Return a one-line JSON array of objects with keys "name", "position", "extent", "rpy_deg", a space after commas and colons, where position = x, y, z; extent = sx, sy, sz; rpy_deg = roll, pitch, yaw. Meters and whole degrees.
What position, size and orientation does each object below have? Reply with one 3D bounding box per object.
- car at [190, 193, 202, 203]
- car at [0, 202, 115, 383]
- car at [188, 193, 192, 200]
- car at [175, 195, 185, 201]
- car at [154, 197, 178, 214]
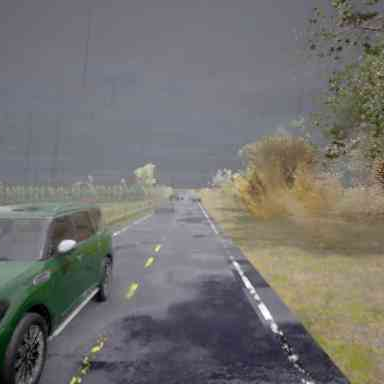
[{"name": "car", "position": [0.973, 1.516, 68.664], "extent": [1.812, 1.442, 4.674], "rpy_deg": [0, 0, 0]}, {"name": "car", "position": [-2.832, 1.230, 5.434], "extent": [2.150, 2.045, 5.566], "rpy_deg": [0, 0, 0]}, {"name": "car", "position": [0.013, 1.435, 86.676], "extent": [2.033, 1.411, 5.357], "rpy_deg": [0, 0, 0]}, {"name": "car", "position": [-2.738, 1.367, 76.688], "extent": [1.882, 1.535, 5.008], "rpy_deg": [0, 0, 0]}, {"name": "car", "position": [-2.836, 1.582, 35.167], "extent": [1.994, 1.385, 4.181], "rpy_deg": [0, 0, 0]}]
